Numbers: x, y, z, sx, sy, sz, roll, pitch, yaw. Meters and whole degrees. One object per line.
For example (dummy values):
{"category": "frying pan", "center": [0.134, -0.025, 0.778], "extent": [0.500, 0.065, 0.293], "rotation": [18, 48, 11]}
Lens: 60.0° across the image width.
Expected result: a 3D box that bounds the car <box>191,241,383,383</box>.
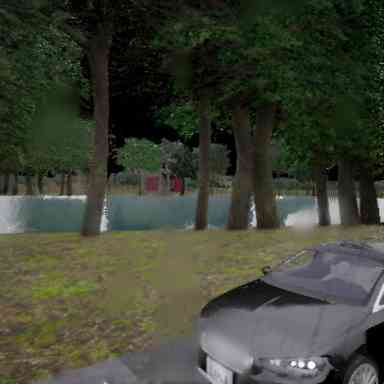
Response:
{"category": "car", "center": [2.261, 1.512, 4.671], "extent": [4.902, 1.511, 2.128], "rotation": [0, 0, -35]}
